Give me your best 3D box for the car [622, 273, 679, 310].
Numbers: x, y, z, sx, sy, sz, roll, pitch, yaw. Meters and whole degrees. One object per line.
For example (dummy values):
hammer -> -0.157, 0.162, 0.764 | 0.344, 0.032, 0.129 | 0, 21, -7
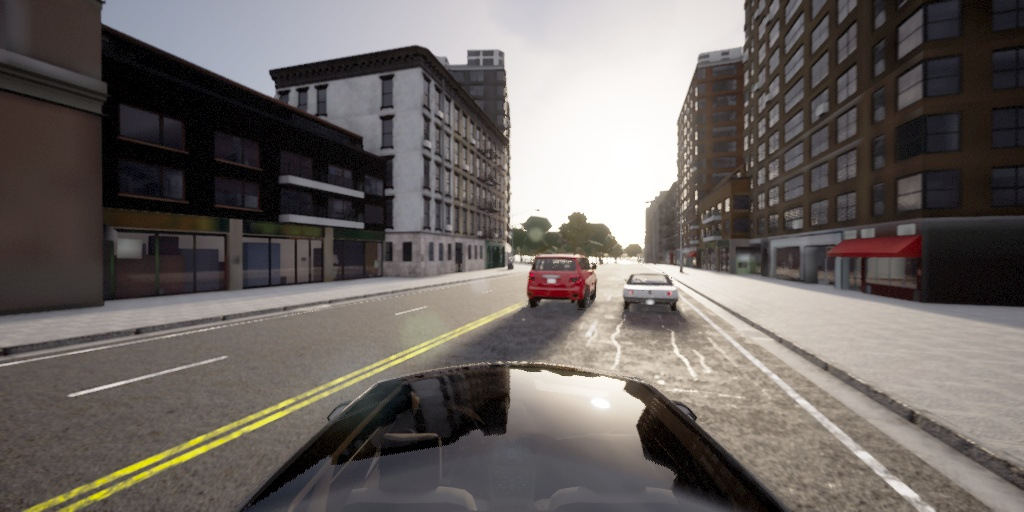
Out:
car -> 5.544, 1.321, 14.617 | 1.895, 1.301, 4.718 | 0, 0, 19

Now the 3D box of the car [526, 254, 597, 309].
car -> 2.241, 0.942, 15.015 | 2.150, 2.045, 5.566 | 0, 0, 19
